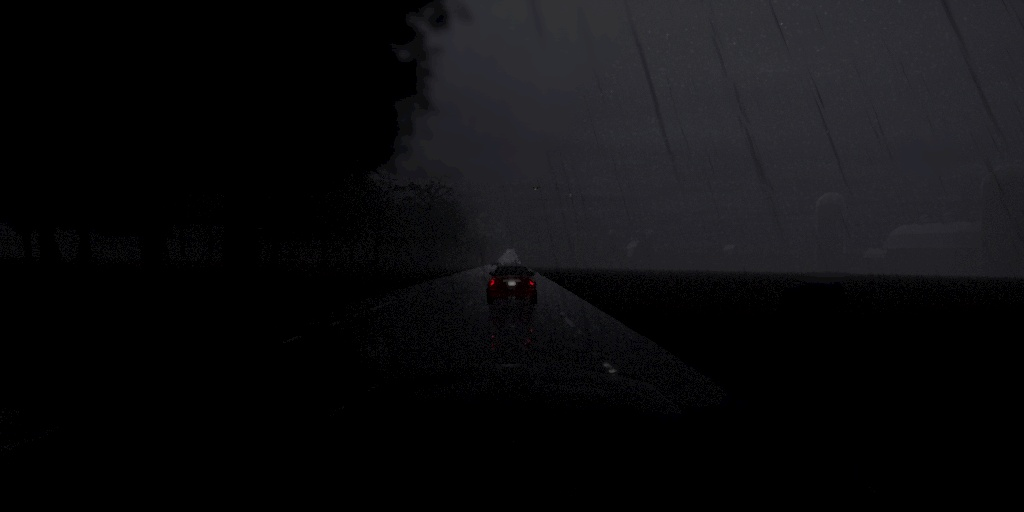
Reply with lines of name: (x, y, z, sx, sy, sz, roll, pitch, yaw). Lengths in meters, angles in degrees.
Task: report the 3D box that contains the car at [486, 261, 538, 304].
car: (0.000, 1.132, 16.476, 2.097, 1.767, 4.553, 0, 0, 0)
